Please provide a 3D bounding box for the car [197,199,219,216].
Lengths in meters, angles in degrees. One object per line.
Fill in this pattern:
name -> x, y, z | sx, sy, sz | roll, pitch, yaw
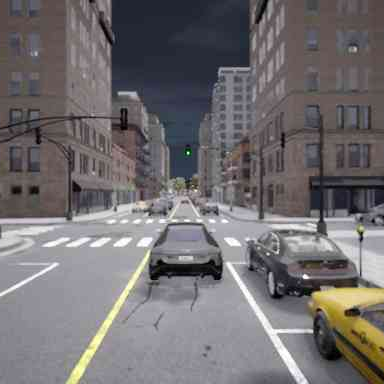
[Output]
car -> 1.911, 1.775, 35.283 | 2.008, 1.369, 4.403 | 0, 0, -1

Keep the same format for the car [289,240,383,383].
car -> 2.604, 1.546, 3.179 | 1.752, 1.417, 4.829 | 0, 0, -1

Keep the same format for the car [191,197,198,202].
car -> 0.695, 2.097, 92.257 | 1.752, 1.417, 4.829 | 0, 0, -1

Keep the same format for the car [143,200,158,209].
car -> -6.476, 1.897, 52.150 | 1.947, 1.339, 4.313 | 0, 0, -1

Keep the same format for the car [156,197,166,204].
car -> -6.961, 1.909, 74.870 | 1.967, 1.590, 4.097 | 0, 0, -1

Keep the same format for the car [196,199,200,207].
car -> 1.790, 1.841, 40.963 | 1.802, 1.307, 4.206 | 0, 0, -1

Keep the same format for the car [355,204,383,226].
car -> 14.019, 1.547, 23.315 | 4.902, 1.511, 2.128 | 0, 0, -3

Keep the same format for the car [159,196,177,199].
car -> -4.004, 1.900, 55.824 | 2.033, 1.411, 5.357 | 0, 0, -2

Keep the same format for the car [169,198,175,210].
car -> -3.784, 1.853, 45.458 | 1.994, 1.385, 4.181 | 0, 0, -1

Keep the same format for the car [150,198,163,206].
car -> -6.718, 1.951, 63.510 | 2.008, 1.369, 4.403 | 0, 0, -1

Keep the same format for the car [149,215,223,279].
car -> -0.189, 1.631, 10.268 | 1.994, 1.385, 4.181 | 0, 0, -1

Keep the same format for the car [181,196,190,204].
car -> -1.570, 2.065, 75.124 | 1.895, 1.301, 4.718 | 0, 0, -1

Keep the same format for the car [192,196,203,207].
car -> 1.426, 1.804, 58.005 | 1.967, 1.590, 4.097 | 0, 0, -1

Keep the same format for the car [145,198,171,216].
car -> -3.572, 1.732, 35.555 | 1.837, 1.490, 4.892 | 0, 0, -1

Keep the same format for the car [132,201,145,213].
car -> -6.230, 1.785, 40.621 | 1.752, 1.417, 4.829 | 0, 0, -1

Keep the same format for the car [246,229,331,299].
car -> 2.487, 1.604, 8.414 | 2.008, 1.369, 4.403 | 0, 0, -1

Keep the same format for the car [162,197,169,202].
car -> -7.324, 2.154, 91.909 | 1.802, 1.307, 4.206 | 0, 0, -1

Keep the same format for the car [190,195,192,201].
car -> 1.184, 1.748, 69.367 | 2.192, 1.841, 5.009 | 0, 0, -1
